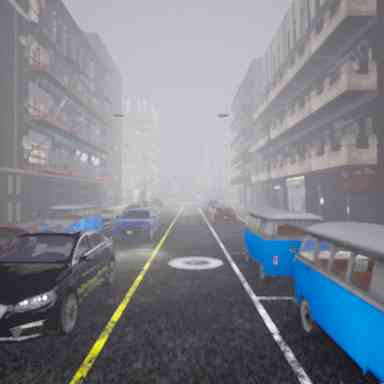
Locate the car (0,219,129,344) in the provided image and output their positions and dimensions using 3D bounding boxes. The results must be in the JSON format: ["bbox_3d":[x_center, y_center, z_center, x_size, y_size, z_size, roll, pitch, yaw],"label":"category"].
[{"bbox_3d":[-2.876,1.549,6.841,2.128,1.511,4.902,0,-1,0],"label":"car"}]

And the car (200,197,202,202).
[{"bbox_3d":[2.365,1.774,43.363,1.967,1.590,4.097,0,0,0],"label":"car"}]

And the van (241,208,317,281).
[{"bbox_3d":[2.523,1.417,9.799,1.690,1.788,3.998,0,0,0],"label":"van"}]

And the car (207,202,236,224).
[{"bbox_3d":[2.444,1.751,26.580,1.887,1.381,4.507,0,0,0],"label":"car"}]

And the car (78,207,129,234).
[{"bbox_3d":[-5.410,1.720,20.948,2.008,1.369,4.403,0,0,0],"label":"car"}]

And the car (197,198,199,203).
[{"bbox_3d":[2.311,1.962,54.551,1.887,1.381,4.507,0,0,0],"label":"car"}]

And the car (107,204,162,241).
[{"bbox_3d":[-2.918,1.621,17.916,1.882,1.535,5.008,0,-1,0],"label":"car"}]

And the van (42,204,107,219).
[{"bbox_3d":[-5.384,1.467,15.356,1.690,1.788,3.998,0,0,0],"label":"van"}]

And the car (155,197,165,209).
[{"bbox_3d":[-5.569,1.738,54.515,2.192,1.841,5.009,0,0,0],"label":"car"}]

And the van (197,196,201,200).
[{"bbox_3d":[2.131,2.035,92.593,1.690,1.788,3.998,0,0,0],"label":"van"}]

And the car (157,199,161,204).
[{"bbox_3d":[-5.516,1.921,43.324,1.802,1.307,4.206,0,0,0],"label":"car"}]

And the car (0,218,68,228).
[{"bbox_3d":[-5.356,1.664,9.760,1.802,1.307,4.206,0,0,0],"label":"car"}]

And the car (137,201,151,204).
[{"bbox_3d":[-5.463,1.821,32.136,1.947,1.339,4.313,0,0,0],"label":"car"}]

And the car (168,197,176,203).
[{"bbox_3d":[-5.717,2.283,92.716,1.802,1.307,4.206,0,0,0],"label":"car"}]

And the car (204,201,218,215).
[{"bbox_3d":[2.418,1.831,32.174,1.802,1.307,4.206,0,0,0],"label":"car"}]

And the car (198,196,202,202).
[{"bbox_3d":[2.338,1.816,48.957,1.967,1.590,4.097,0,0,0],"label":"car"}]

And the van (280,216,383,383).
[{"bbox_3d":[2.550,1.373,4.205,1.690,1.788,3.998,0,0,0],"label":"van"}]

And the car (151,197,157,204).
[{"bbox_3d":[-5.489,1.737,37.731,1.967,1.590,4.097,0,0,0],"label":"car"}]

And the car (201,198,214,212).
[{"bbox_3d":[2.391,1.732,37.769,1.967,1.590,4.097,0,0,0],"label":"car"}]
